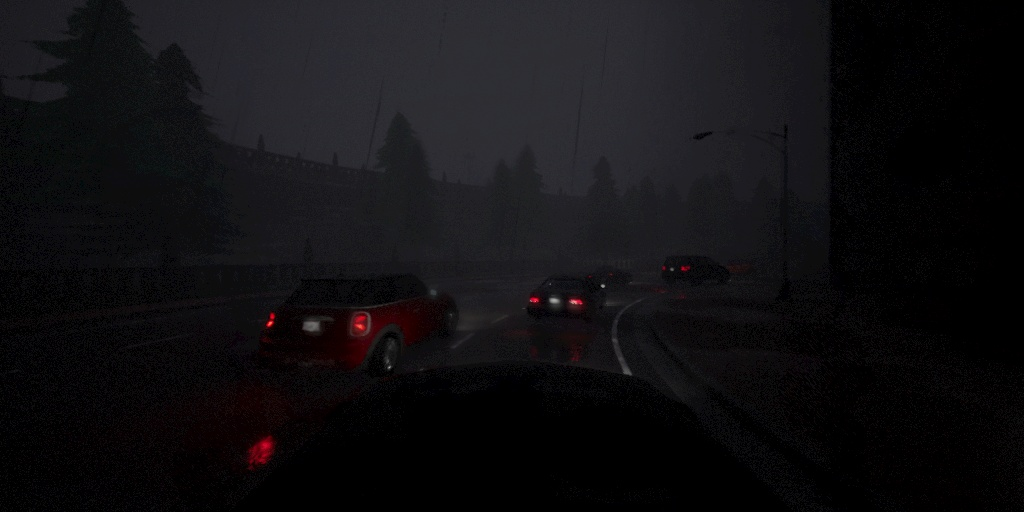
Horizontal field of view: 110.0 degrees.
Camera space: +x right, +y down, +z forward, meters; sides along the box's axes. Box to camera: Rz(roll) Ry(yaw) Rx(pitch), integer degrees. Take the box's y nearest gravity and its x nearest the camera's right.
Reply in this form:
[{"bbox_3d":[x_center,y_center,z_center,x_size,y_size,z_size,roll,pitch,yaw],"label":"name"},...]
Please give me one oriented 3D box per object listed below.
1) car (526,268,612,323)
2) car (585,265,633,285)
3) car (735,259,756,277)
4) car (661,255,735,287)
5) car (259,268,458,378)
[{"bbox_3d":[2.047,1.296,12.268,2.033,1.411,5.357,0,0,20],"label":"car"},{"bbox_3d":[6.123,1.297,24.261,5.357,1.411,2.033,0,0,-44],"label":"car"},{"bbox_3d":[21.469,1.109,35.452,4.553,1.767,2.097,0,0,-8],"label":"car"},{"bbox_3d":[12.865,0.975,25.129,5.566,2.045,2.150,0,0,-32],"label":"car"},{"bbox_3d":[-2.728,1.098,7.607,2.097,1.767,4.553,0,0,10],"label":"car"}]
